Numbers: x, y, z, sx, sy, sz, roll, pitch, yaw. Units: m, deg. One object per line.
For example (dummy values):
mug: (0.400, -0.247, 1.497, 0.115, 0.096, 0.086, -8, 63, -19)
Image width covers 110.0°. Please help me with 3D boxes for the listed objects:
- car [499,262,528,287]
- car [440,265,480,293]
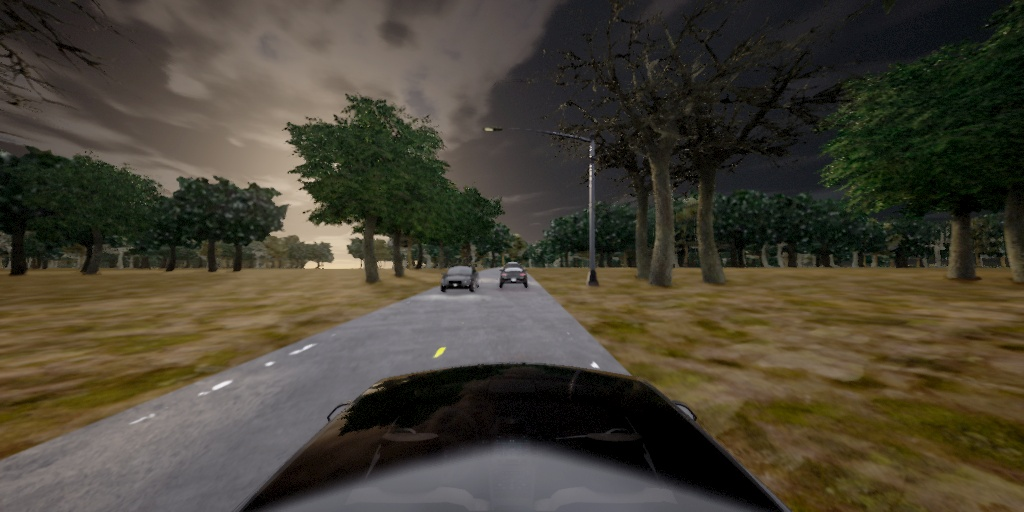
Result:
car: (0.106, 1.347, 25.067, 1.812, 1.442, 4.674, 0, 0, 0)
car: (-3.002, 1.314, 21.453, 1.837, 1.490, 4.892, 0, -1, 0)
